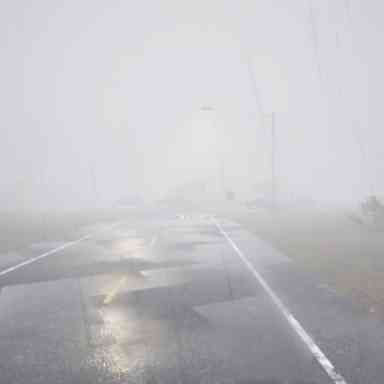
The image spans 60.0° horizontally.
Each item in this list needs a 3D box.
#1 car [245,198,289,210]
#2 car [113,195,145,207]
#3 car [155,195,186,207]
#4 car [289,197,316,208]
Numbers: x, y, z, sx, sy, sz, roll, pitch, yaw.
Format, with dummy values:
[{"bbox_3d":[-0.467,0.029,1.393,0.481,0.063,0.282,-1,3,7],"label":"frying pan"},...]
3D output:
[{"bbox_3d":[9.207,1.529,42.084,4.892,1.490,1.837,0,0,-2],"label":"car"},{"bbox_3d":[-9.204,1.291,48.624,4.553,1.767,2.097,0,0,-2],"label":"car"},{"bbox_3d":[-3.093,1.308,48.781,4.553,1.767,2.097,0,0,-1],"label":"car"},{"bbox_3d":[15.674,1.552,49.283,5.008,1.535,1.882,-1,0,-2],"label":"car"}]
